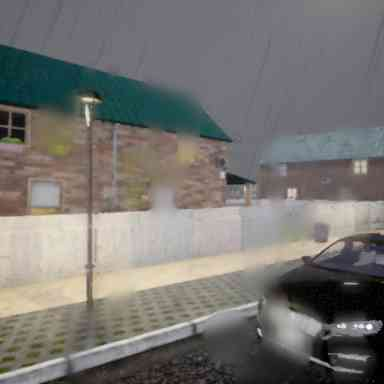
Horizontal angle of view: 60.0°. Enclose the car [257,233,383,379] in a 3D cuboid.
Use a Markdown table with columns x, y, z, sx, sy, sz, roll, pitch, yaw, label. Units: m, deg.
| x | y | z | sx | sy | sz | roll | pitch | yaw | label |
| --- | --- | --- | --- | --- | --- | --- | --- | --- | --- |
| 3.148 | 1.494 | 5.519 | 4.902 | 1.511 | 2.128 | 0 | 0 | -37 | car |
